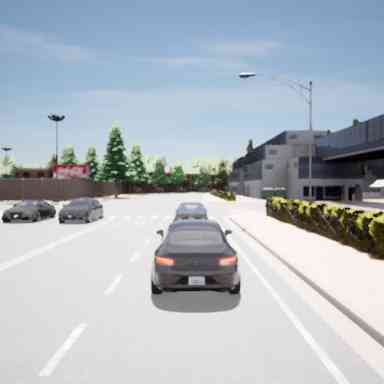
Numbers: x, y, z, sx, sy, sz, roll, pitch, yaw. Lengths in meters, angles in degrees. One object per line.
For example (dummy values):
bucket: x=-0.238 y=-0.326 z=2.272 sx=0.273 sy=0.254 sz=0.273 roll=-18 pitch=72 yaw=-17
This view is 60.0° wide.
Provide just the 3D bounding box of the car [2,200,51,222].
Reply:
car: x=-10.643 y=1.241 z=22.049 sx=1.994 sy=1.385 sz=4.181 roll=0 pitch=1 yaw=0

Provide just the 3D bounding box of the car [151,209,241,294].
car: x=0.063 y=1.389 z=8.255 sx=1.812 sy=1.442 sz=4.674 roll=0 pitch=1 yaw=-1

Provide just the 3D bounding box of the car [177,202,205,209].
car: x=-0.039 y=1.247 z=18.231 sx=2.033 sy=1.411 sz=5.357 roll=0 pitch=1 yaw=0

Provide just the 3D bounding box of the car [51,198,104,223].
car: x=-7.143 y=1.160 z=21.808 sx=1.837 sy=1.490 sz=4.892 roll=0 pitch=1 yaw=0
